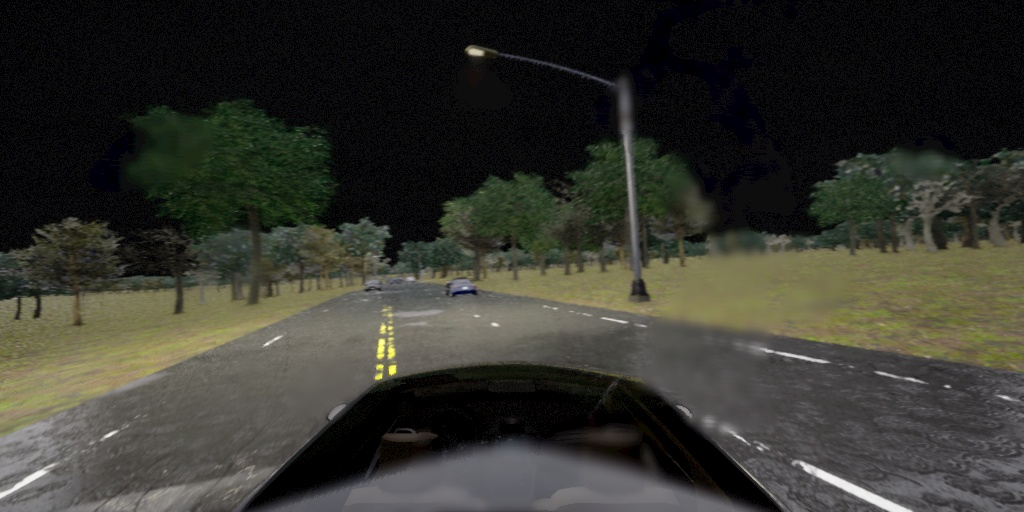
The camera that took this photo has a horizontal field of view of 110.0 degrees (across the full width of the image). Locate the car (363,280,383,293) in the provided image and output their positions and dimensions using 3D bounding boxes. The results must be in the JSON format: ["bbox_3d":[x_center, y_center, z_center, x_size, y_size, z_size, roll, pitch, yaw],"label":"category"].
[{"bbox_3d":[-16.907,3.644,43.827,1.837,1.490,4.892,-3,-2,-18],"label":"car"}]

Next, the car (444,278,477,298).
[{"bbox_3d":[-4.018,2.370,27.577,1.994,1.385,4.181,-3,-2,-19],"label":"car"}]
